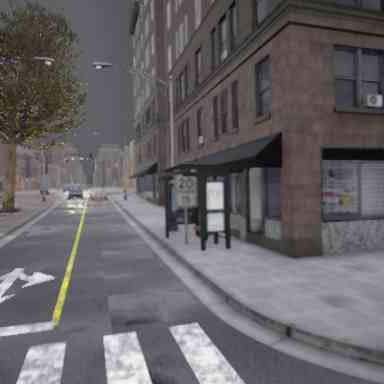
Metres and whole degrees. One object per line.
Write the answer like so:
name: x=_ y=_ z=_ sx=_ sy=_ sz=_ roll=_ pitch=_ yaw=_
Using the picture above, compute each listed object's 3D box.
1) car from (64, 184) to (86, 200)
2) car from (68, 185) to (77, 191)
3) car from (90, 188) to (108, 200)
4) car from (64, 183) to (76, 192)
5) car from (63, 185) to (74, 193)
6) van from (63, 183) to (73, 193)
car: x=-15.234 y=0.144 z=43.778 sx=2.033 sy=1.411 sz=5.357 roll=-1 pitch=3 yaw=-17
car: x=-30.027 y=-1.047 z=83.709 sx=1.887 sy=1.381 sz=4.507 roll=1 pitch=1 yaw=-17
car: x=-11.735 y=0.222 z=41.848 sx=1.812 sy=1.442 sz=4.674 roll=-1 pitch=3 yaw=-17
car: x=-26.959 y=-1.006 z=73.581 sx=2.192 sy=1.841 sz=5.009 roll=1 pitch=1 yaw=-17
car: x=-25.519 y=-0.639 z=68.816 sx=2.008 sy=1.369 sz=4.403 roll=1 pitch=1 yaw=-17
van: x=-24.554 y=-0.760 z=65.635 sx=1.690 sy=1.788 sz=3.998 roll=1 pitch=1 yaw=-17
